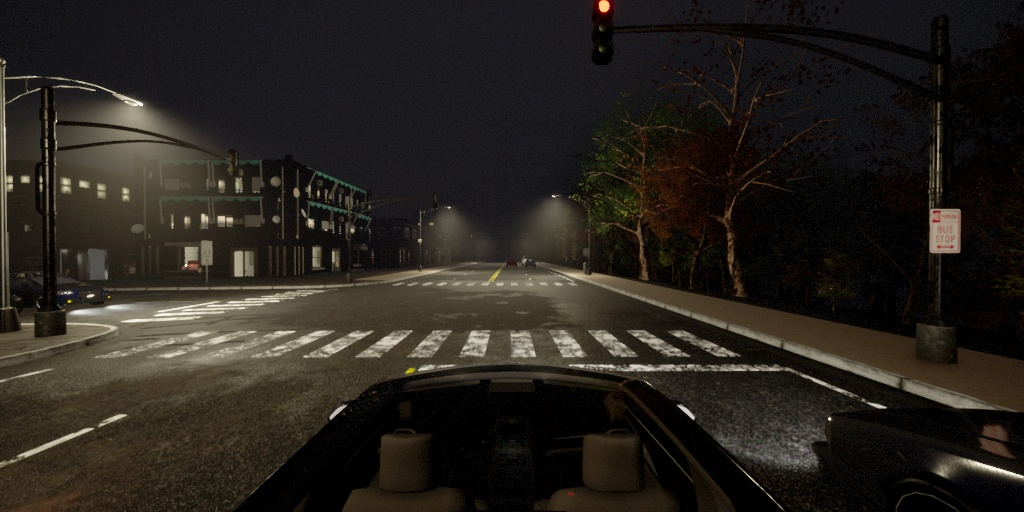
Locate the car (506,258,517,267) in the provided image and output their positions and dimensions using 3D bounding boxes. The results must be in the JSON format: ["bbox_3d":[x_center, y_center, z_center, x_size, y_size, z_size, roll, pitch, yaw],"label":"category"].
[{"bbox_3d":[-0.051,1.202,63.140,1.882,1.535,5.008,0,0,0],"label":"car"}]

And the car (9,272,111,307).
[{"bbox_3d":[-19.866,1.534,15.202,4.181,1.385,1.994,-1,1,0],"label":"car"}]

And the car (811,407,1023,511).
[{"bbox_3d":[3.354,1.298,0.392,2.033,1.411,5.357,0,0,0],"label":"car"}]

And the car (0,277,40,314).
[{"bbox_3d":[-19.973,1.564,12.496,4.313,1.339,1.948,0,0,0],"label":"car"}]

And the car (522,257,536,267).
[{"bbox_3d":[3.202,1.271,63.173,2.033,1.411,5.357,0,0,0],"label":"car"}]
